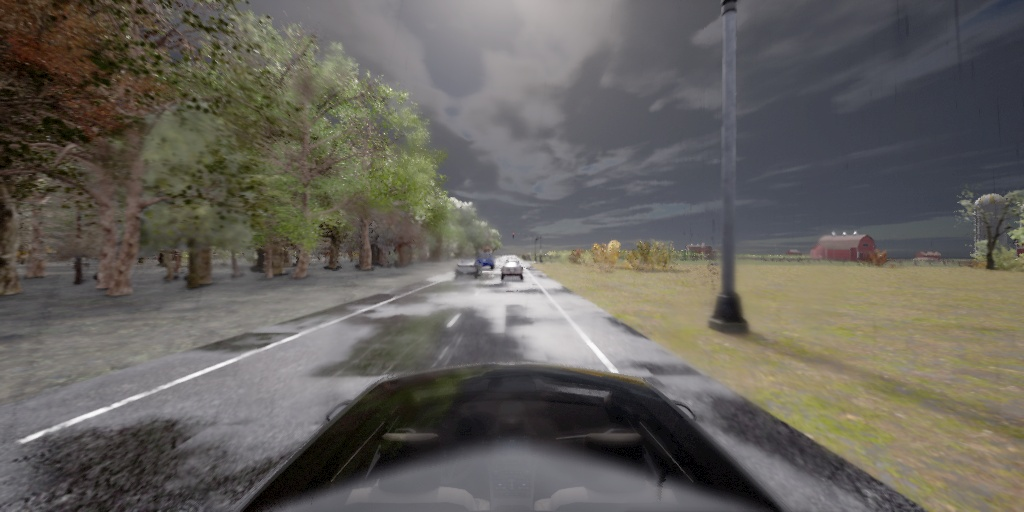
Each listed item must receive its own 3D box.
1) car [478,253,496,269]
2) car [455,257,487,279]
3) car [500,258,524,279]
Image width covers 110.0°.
[{"bbox_3d":[-3.421,0.673,47.622,2.150,2.045,5.566,0,1,1],"label":"car"},{"bbox_3d":[-3.479,1.065,29.340,2.128,1.511,4.902,0,0,0],"label":"car"},{"bbox_3d":[0.022,1.119,29.565,2.033,1.411,5.357,0,0,0],"label":"car"}]
